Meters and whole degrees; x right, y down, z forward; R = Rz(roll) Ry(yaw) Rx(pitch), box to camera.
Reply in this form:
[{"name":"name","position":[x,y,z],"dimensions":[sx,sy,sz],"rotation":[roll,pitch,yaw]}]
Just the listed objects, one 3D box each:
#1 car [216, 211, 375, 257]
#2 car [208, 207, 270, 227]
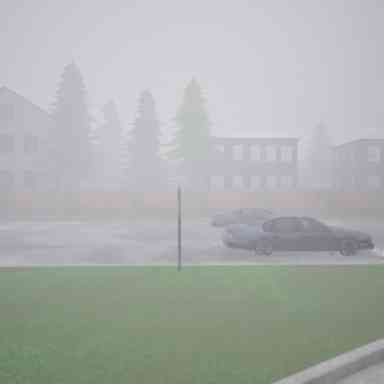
[{"name":"car","position":[3.783,1.561,12.429],"dimensions":[5.357,1.411,2.033],"rotation":[0,0,-2]},{"name":"car","position":[3.645,1.566,19.429],"dimensions":[5.357,1.411,2.033],"rotation":[0,0,-2]}]
